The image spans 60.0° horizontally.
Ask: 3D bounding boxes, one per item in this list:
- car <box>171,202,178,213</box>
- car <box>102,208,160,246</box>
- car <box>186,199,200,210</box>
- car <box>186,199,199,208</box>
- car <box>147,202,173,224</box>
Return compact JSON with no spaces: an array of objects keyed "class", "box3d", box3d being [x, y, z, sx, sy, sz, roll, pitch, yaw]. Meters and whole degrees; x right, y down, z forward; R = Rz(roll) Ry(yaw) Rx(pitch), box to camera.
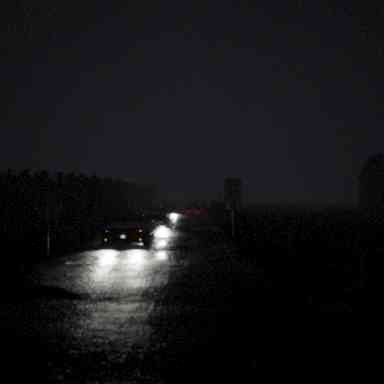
[{"class":"car","box3d":[-2.771,1.844,40.780,1.895,1.301,4.718,0,0,0]},{"class":"car","box3d":[-2.832,1.650,15.625,1.994,1.385,4.181,0,0,0]},{"class":"car","box3d":[0.168,1.757,46.583,2.128,1.511,4.902,0,0,0]},{"class":"car","box3d":[0.086,1.885,56.827,2.033,1.411,5.357,0,0,0]},{"class":"car","box3d":[-2.813,1.749,26.319,1.895,1.301,4.718,0,0,0]}]
